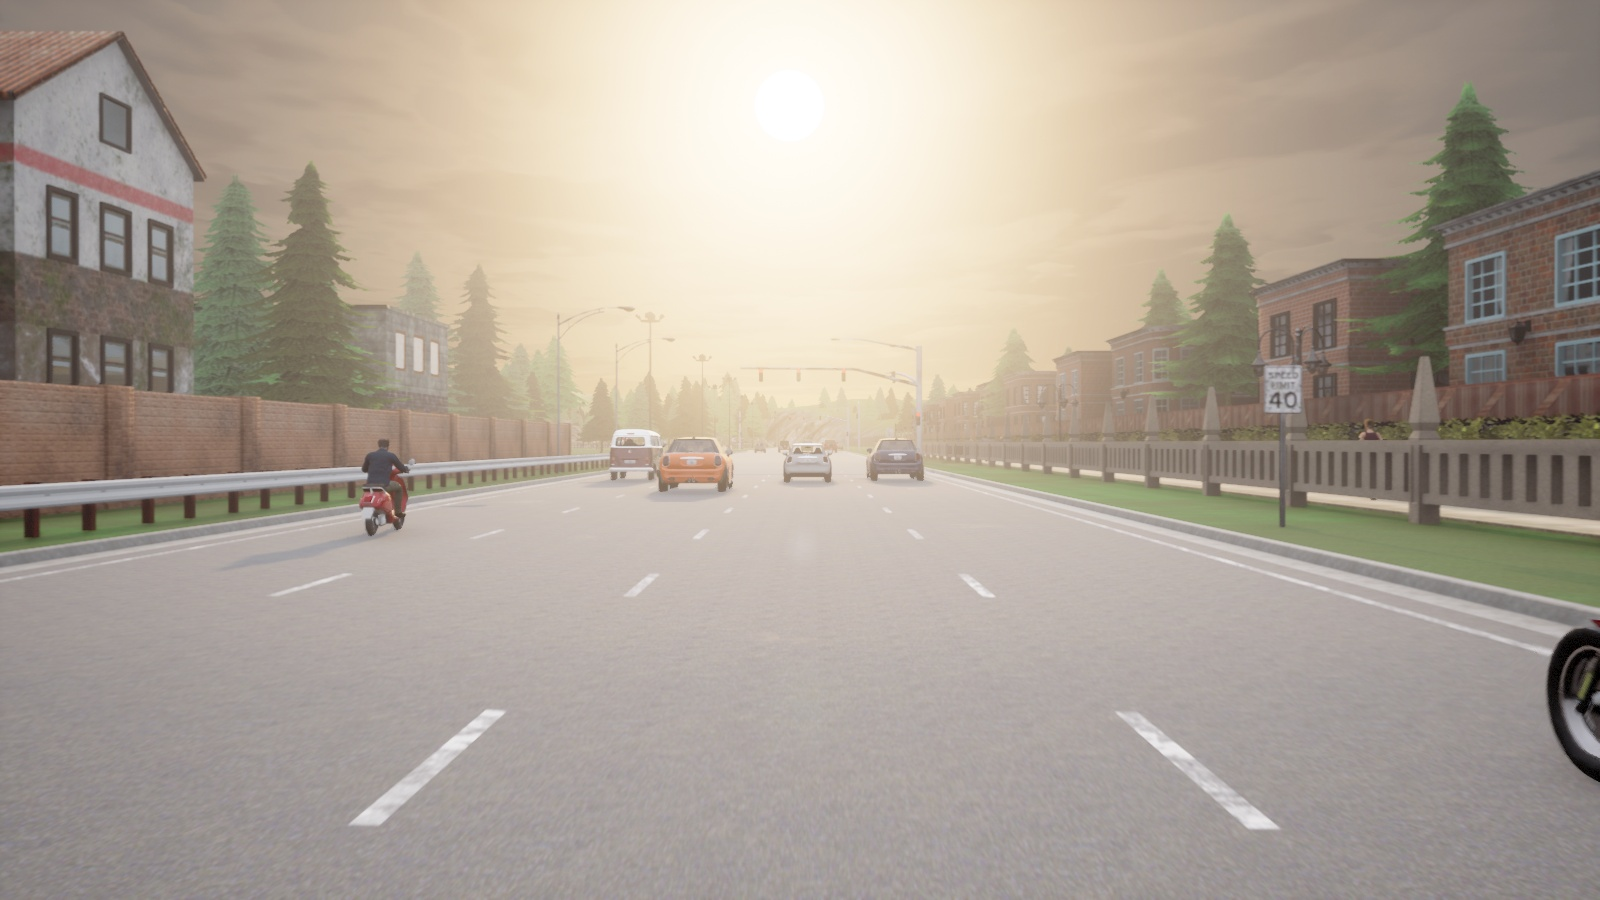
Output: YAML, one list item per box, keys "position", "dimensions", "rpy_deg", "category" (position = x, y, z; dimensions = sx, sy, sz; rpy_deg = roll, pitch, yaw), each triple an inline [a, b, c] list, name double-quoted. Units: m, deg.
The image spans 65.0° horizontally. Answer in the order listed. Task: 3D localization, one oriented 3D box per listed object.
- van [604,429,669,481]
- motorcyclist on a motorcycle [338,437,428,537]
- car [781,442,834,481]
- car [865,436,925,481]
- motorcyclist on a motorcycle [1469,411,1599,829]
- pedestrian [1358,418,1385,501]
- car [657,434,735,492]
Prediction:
- position: [-6.691, 0.173, 51.752]
  dimensions: [2.069, 2.038, 4.480]
  rpy_deg: [0, 0, 0]
  category: "van"
- position: [-6.867, 0.577, 20.773]
  dimensions: [0.866, 1.590, 1.817]
  rpy_deg: [0, 0, 0]
  category: "motorcyclist on a motorcycle"
- position: [0.296, 0.434, 49.381]
  dimensions: [1.970, 1.475, 3.806]
  rpy_deg: [0, 0, 0]
  category: "car"
- position: [3.805, 0.320, 51.014]
  dimensions: [2.097, 1.767, 4.553]
  rpy_deg: [0, 0, 0]
  category: "car"
- position: [3.542, 0.673, 4.763]
  dimensions: [0.766, 1.649, 2.350]
  rpy_deg: [0, 0, 0]
  category: "motorcyclist on a motorcycle"
- position: [12.843, 0.207, 28.225]
  dimensions: [0.345, 1.836, 0.594]
  rpy_deg: [0, 0, 0]
  category: "pedestrian"
- position: [-3.257, 0.376, 40.121]
  dimensions: [2.097, 1.767, 4.553]
  rpy_deg: [0, 0, 0]
  category: "car"
